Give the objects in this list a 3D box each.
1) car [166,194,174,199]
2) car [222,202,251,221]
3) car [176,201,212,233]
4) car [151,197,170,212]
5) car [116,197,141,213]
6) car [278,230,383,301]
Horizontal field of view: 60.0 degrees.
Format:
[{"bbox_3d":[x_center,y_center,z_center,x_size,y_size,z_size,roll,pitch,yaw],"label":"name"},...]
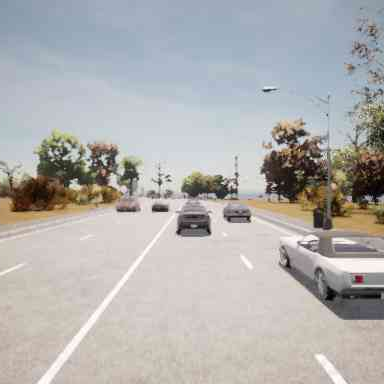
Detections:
[{"bbox_3d":[-5.286,1.197,78.820,1.837,1.490,4.892,0,0,-7],"label":"car"},{"bbox_3d":[3.614,1.552,27.310,2.033,1.411,5.357,0,0,0],"label":"car"},{"bbox_3d":[0.108,1.508,19.589,1.837,1.490,4.892,0,0,0],"label":"car"},{"bbox_3d":[-3.579,1.608,38.336,1.895,1.301,4.718,0,0,0],"label":"car"},{"bbox_3d":[-7.075,1.360,37.181,2.097,1.767,4.553,0,0,0],"label":"car"},{"bbox_3d":[3.603,1.602,8.284,1.895,1.301,4.718,0,0,0],"label":"car"}]
